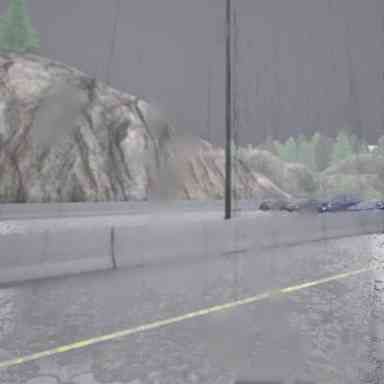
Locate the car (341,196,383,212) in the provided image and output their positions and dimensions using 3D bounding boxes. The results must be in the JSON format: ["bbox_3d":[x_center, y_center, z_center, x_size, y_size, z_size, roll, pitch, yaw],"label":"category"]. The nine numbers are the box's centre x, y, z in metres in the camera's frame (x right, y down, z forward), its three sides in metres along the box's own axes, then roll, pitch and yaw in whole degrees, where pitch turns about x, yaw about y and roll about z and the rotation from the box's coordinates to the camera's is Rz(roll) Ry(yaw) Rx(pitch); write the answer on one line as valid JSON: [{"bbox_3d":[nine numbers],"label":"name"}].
[{"bbox_3d":[14.553,1.367,26.934,5.008,1.535,1.882,0,0,-35],"label":"car"}]

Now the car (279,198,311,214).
[{"bbox_3d":[11.350,1.366,33.225,4.892,1.490,1.837,0,0,-35],"label":"car"}]

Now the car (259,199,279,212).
[{"bbox_3d":[9.188,1.408,35.986,4.181,1.385,1.994,0,0,-35],"label":"car"}]

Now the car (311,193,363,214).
[{"bbox_3d":[13.814,1.095,30.670,5.566,2.045,2.150,0,0,-35],"label":"car"}]
